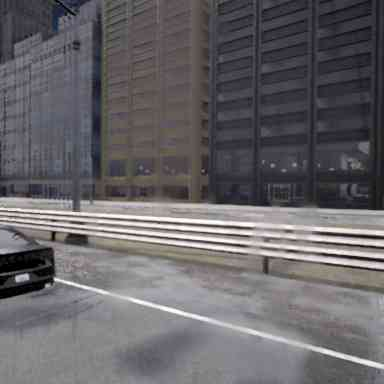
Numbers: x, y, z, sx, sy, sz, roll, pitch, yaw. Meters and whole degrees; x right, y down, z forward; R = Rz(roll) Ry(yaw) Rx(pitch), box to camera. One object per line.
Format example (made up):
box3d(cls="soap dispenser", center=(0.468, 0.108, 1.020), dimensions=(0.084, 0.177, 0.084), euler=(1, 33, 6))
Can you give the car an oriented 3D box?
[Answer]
box3d(cls="car", center=(-5.218, 1.471, 7.725), dimensions=(5.008, 1.535, 1.882), euler=(0, 0, 36))
